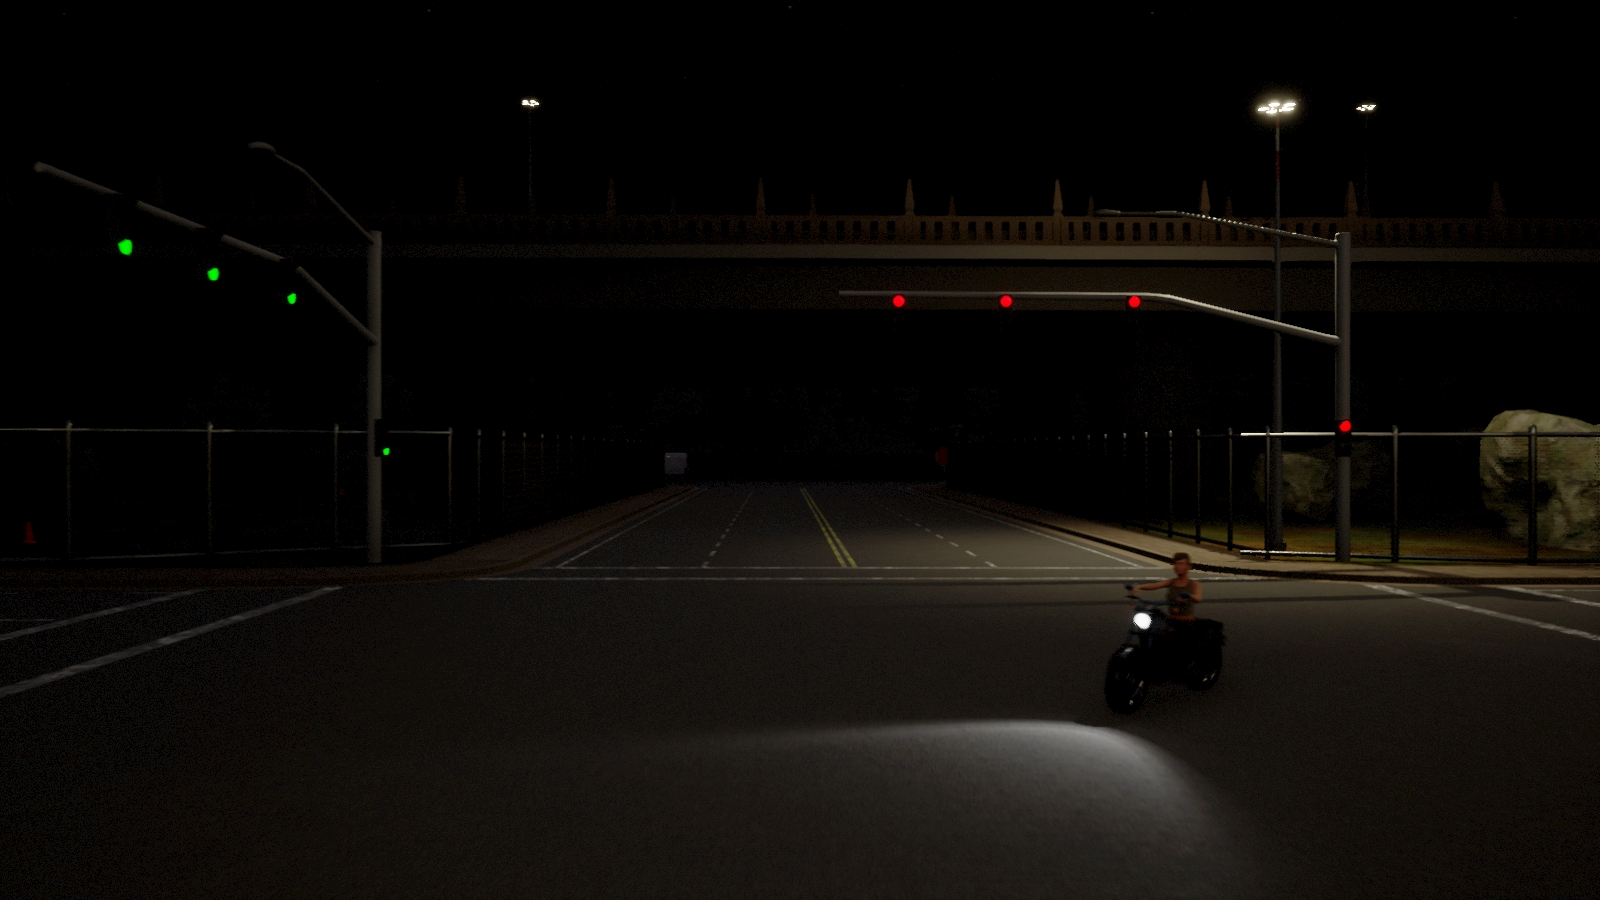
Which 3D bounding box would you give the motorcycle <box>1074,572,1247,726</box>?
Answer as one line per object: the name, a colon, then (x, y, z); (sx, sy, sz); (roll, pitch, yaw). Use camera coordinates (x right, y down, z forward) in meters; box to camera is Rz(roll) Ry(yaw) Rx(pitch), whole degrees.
motorcycle: (4.031, 2.127, 12.638); (2.356, 1.307, 0.764); (0, 1, -43)
